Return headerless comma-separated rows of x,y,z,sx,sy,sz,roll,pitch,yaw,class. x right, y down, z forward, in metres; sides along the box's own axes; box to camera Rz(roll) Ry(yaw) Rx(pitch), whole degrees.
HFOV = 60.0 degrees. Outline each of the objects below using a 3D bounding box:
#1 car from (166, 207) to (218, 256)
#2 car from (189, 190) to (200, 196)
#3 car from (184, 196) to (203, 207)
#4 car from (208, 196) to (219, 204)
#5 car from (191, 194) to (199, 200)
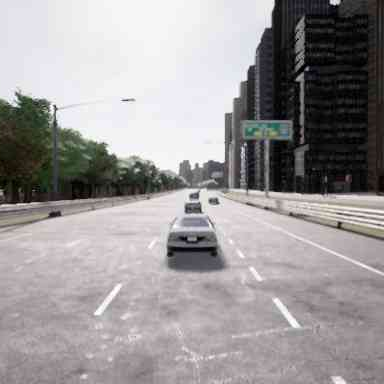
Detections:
0.014,1.561,13.201,2.033,1.411,5.357,0,0,0,car
0.494,1.091,69.778,2.150,2.045,5.566,0,0,1,car
0.135,1.492,37.208,2.128,1.511,4.902,0,0,0,car
3.991,1.405,62.145,2.128,1.511,4.902,0,0,1,car
0.823,1.246,89.635,2.033,1.411,5.357,0,0,1,car
